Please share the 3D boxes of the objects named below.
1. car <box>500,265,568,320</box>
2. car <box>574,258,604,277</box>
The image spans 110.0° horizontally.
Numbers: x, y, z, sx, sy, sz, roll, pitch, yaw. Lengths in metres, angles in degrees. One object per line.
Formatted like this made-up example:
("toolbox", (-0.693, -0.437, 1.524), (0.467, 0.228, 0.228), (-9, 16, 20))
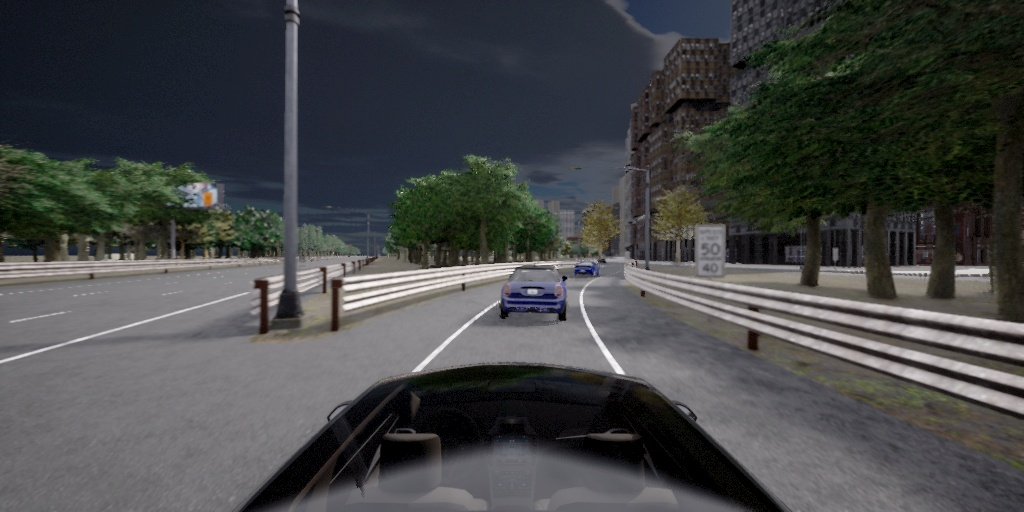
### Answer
("car", (0.922, 1.097, 12.933), (2.097, 1.767, 4.553), (1, 0, 8))
("car", (7.620, 1.240, 36.073), (1.882, 1.535, 5.008), (0, 0, 23))
